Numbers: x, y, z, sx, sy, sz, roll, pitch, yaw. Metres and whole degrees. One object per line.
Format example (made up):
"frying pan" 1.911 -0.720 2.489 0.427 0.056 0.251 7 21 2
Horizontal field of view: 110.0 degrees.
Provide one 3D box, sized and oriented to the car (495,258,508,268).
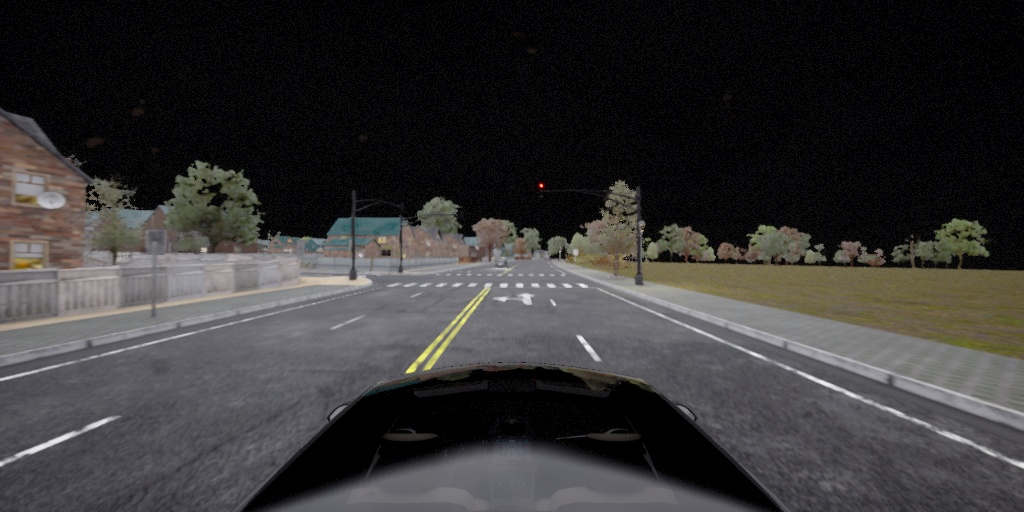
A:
"car" -1.625 1.092 56.298 2.128 1.511 4.902 0 1 3
